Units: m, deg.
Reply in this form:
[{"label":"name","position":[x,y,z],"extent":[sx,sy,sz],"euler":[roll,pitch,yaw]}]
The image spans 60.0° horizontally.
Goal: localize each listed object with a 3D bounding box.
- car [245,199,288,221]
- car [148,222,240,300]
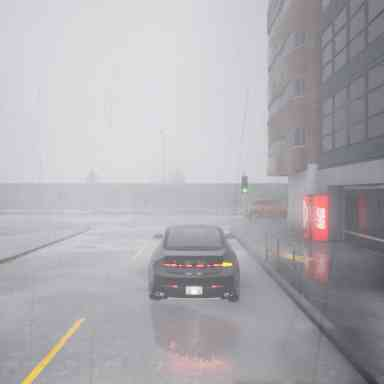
[{"label":"car","position":[6.554,1.352,26.725],"extent":[4.553,1.767,2.097],"euler":[0,0,0]},{"label":"car","position":[0.058,1.505,8.345],"extent":[1.837,1.490,4.892],"euler":[0,0,0]}]
